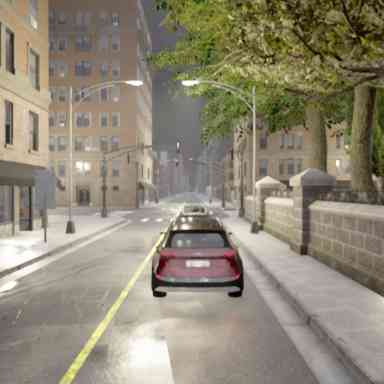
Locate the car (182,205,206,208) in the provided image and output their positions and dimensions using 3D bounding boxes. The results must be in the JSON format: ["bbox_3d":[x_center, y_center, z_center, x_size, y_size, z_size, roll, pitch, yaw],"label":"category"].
[{"bbox_3d":[0.129,1.487,18.386,1.837,1.490,4.892,0,0,0],"label":"car"}]

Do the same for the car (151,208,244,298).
[{"bbox_3d":[0.114,1.422,8.540,2.033,1.649,4.856,0,0,0],"label":"car"}]
